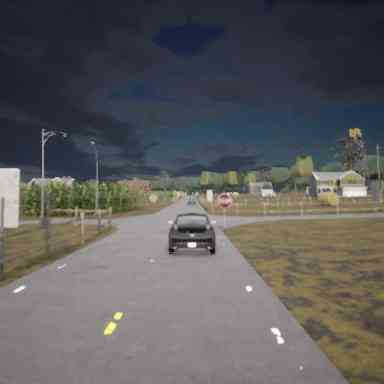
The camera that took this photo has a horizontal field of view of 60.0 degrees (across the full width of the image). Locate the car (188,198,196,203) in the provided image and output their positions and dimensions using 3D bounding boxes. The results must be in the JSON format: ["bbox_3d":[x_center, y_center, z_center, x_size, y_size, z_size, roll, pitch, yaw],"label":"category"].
[{"bbox_3d":[-0.006,2.171,86.737,2.033,1.411,5.357,0,0,0],"label":"car"}]

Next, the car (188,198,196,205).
[{"bbox_3d":[-0.005,2.269,75.478,1.994,1.385,4.181,0,0,0],"label":"car"}]

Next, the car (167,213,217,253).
[{"bbox_3d":[0.004,1.654,14.321,1.837,1.490,4.892,0,0,0],"label":"car"}]
